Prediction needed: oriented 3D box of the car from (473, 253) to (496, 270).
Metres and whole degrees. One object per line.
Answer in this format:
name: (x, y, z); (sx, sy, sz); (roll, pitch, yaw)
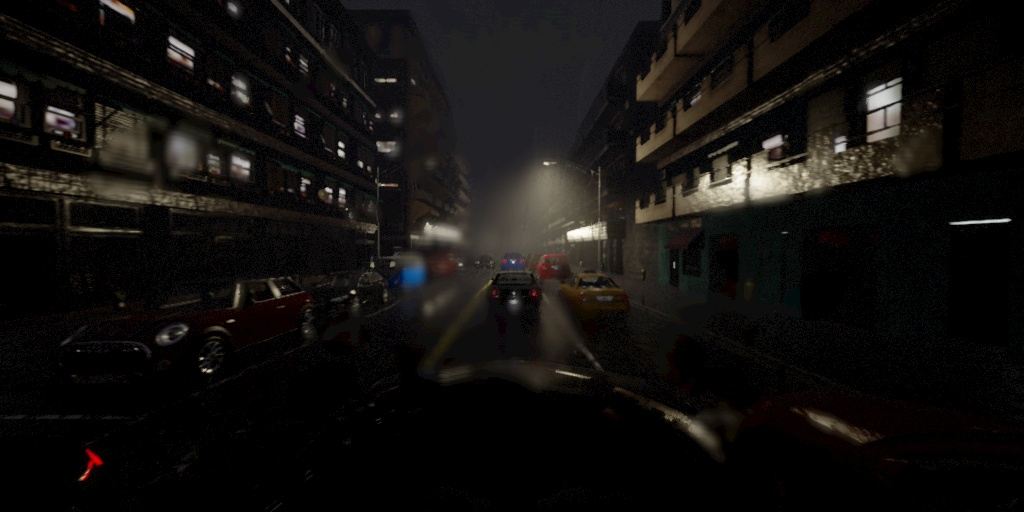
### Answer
car: (-3.064, 0.677, 42.371); (2.097, 1.767, 4.553); (0, 1, 0)

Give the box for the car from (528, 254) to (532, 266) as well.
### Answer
car: (2.702, 0.718, 34.876); (2.192, 1.841, 5.009); (0, 0, 0)

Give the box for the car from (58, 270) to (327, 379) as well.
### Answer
car: (-5.656, 1.136, 6.899); (1.967, 1.591, 4.097); (0, 0, 0)

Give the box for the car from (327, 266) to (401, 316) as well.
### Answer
car: (-5.654, 1.188, 12.501); (2.007, 1.370, 4.403); (0, 0, 0)

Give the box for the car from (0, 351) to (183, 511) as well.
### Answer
car: (-3.100, 1.330, 0.178); (1.994, 1.385, 4.181); (0, 1, 0)

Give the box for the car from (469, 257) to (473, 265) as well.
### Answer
car: (-5.671, 0.810, 51.713); (1.802, 1.307, 4.207); (0, 0, 0)

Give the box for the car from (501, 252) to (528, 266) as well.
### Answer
car: (0.112, 0.628, 34.648); (2.150, 2.045, 5.566); (0, 1, 0)

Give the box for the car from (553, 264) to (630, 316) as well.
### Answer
car: (2.694, 1.163, 12.639); (1.751, 1.417, 4.829); (0, 0, 0)

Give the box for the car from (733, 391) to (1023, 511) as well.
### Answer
car: (2.689, 1.337, 1.265); (1.802, 1.307, 4.207); (0, 0, 0)

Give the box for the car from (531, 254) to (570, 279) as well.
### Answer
car: (2.698, 0.835, 23.672); (2.192, 1.841, 5.009); (0, 0, 0)

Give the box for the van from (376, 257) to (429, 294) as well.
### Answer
van: (-5.652, 0.919, 18.102); (1.690, 1.789, 3.998); (0, 0, 0)

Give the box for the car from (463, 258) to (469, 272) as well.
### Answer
car: (-5.685, 0.953, 34.908); (2.007, 1.370, 4.403); (0, 0, 0)

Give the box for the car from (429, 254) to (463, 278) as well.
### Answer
car: (-5.670, 0.776, 29.306); (2.192, 1.841, 5.009); (0, 0, 0)

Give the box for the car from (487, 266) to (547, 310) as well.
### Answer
car: (0.106, 1.223, 13.966); (1.895, 1.301, 4.718); (0, 1, 0)
